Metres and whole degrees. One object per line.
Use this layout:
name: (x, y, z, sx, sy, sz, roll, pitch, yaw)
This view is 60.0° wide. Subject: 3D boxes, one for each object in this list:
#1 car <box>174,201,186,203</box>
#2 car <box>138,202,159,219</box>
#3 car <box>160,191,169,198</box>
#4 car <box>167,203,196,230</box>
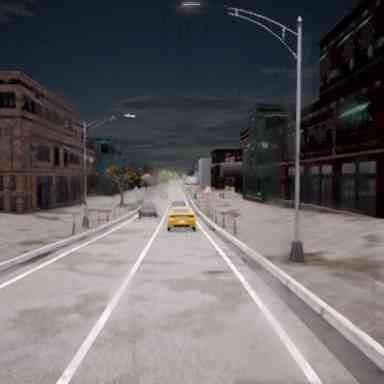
car: (-1.600, 1.791, 42.019, 1.994, 1.385, 4.181, -1, -1, -3)
car: (-4.437, 1.874, 34.314, 1.837, 1.490, 4.892, 0, 0, -3)
car: (-6.218, 0.549, 74.883, 2.128, 1.511, 4.902, 0, 2, -3)
car: (-0.775, 1.790, 23.777, 1.882, 1.535, 5.008, 0, -1, -3)
